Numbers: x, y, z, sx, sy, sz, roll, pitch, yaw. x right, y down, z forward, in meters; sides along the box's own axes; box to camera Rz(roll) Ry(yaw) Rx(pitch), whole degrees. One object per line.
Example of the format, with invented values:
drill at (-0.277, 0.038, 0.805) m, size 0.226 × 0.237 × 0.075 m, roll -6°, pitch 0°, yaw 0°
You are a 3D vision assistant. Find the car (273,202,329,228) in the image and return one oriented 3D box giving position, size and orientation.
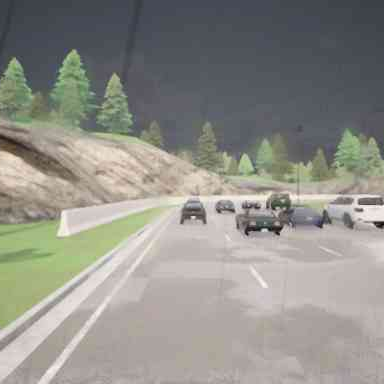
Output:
car at (7.097, 1.567, 22.079) m, size 1.994 × 1.385 × 4.181 m, roll 0°, pitch 0°, yaw 0°

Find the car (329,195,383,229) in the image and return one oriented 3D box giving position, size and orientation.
car at (10.596, 1.224, 21.988) m, size 2.150 × 2.045 × 5.566 m, roll 0°, pitch 0°, yaw 0°

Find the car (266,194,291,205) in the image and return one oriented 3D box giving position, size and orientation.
car at (10.726, 1.226, 41.361) m, size 2.150 × 2.045 × 5.566 m, roll 0°, pitch 0°, yaw 2°

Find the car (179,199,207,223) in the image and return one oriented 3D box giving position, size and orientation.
car at (0.096, 1.507, 25.349) m, size 1.837 × 1.490 × 4.892 m, roll 0°, pitch 0°, yaw 0°

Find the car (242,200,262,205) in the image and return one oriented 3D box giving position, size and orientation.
car at (7.197, 1.605, 40.657) m, size 1.895 × 1.301 × 4.718 m, roll 0°, pitch 0°, yaw 2°

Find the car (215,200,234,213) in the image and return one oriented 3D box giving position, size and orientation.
car at (3.604, 1.551, 36.558) m, size 2.033 × 1.411 × 5.357 m, roll 0°, pitch 0°, yaw 0°

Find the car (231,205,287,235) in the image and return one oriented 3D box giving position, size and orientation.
car at (3.597, 1.603, 18.655) m, size 1.895 × 1.301 × 4.718 m, roll 0°, pitch 0°, yaw 0°
